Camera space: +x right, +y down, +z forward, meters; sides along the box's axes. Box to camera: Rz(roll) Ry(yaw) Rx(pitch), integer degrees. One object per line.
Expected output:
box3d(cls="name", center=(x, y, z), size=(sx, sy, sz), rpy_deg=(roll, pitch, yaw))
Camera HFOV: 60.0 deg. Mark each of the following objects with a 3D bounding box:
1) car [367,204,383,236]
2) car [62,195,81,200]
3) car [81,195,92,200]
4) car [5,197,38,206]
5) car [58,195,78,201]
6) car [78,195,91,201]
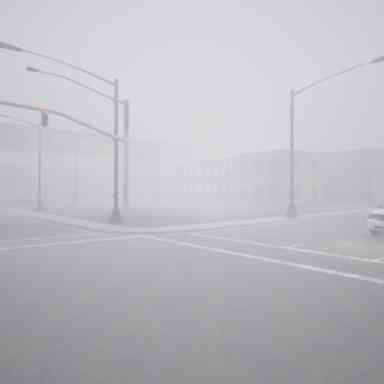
box3d(cls="car", center=(11.409, 1.207, 17.552), size=(5.566, 2.045, 2.150), rpy_deg=(-1, 0, -39))
box3d(cls="car", center=(-30.765, 1.446, 84.777), size=(4.536, 1.218, 1.853), rpy_deg=(0, 0, 21))
box3d(cls="car", center=(-27.007, 1.463, 85.119), size=(1.853, 1.218, 4.536), rpy_deg=(0, 0, -9))
box3d(cls="car", center=(-29.774, 1.623, 58.315), size=(2.033, 1.411, 5.357), rpy_deg=(0, 0, 26))
box3d(cls="car", center=(-30.717, 1.604, 84.758), size=(4.974, 1.542, 2.038), rpy_deg=(0, 0, 21))
box3d(cls="car", center=(-26.999, 1.621, 85.068), size=(2.038, 1.542, 4.974), rpy_deg=(0, 0, -9))
